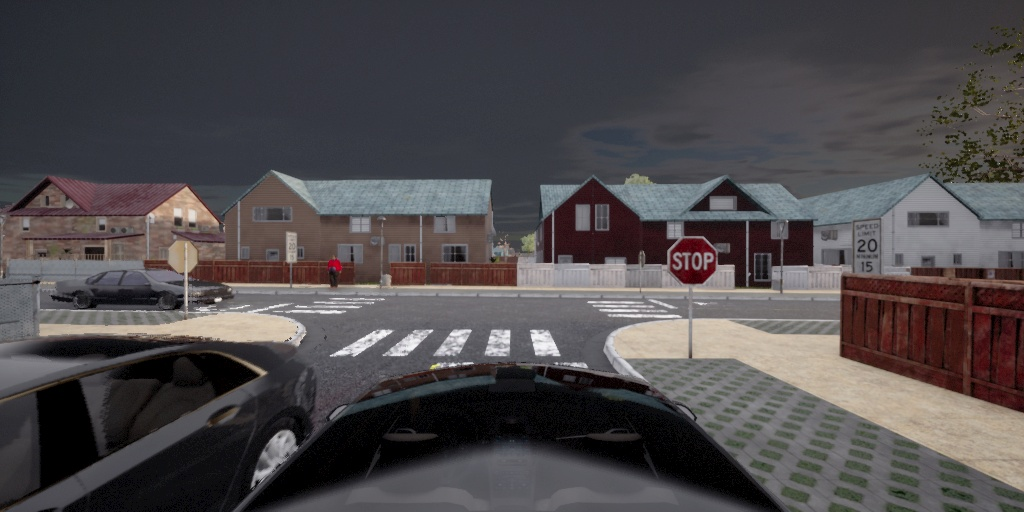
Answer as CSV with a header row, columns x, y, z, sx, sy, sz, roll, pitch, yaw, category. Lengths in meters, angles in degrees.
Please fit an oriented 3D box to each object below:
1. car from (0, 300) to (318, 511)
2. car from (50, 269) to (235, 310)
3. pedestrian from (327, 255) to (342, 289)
x,y,z,sx,sy,sz,roll,pitch,yaw,category
-2.737,1.255,1.401,1.837,1.490,4.892,1,0,1,car
-13.380,1.179,13.143,5.357,1.411,2.033,1,0,1,car
-9.397,0.805,18.924,0.375,1.860,0.375,0,-1,1,pedestrian
